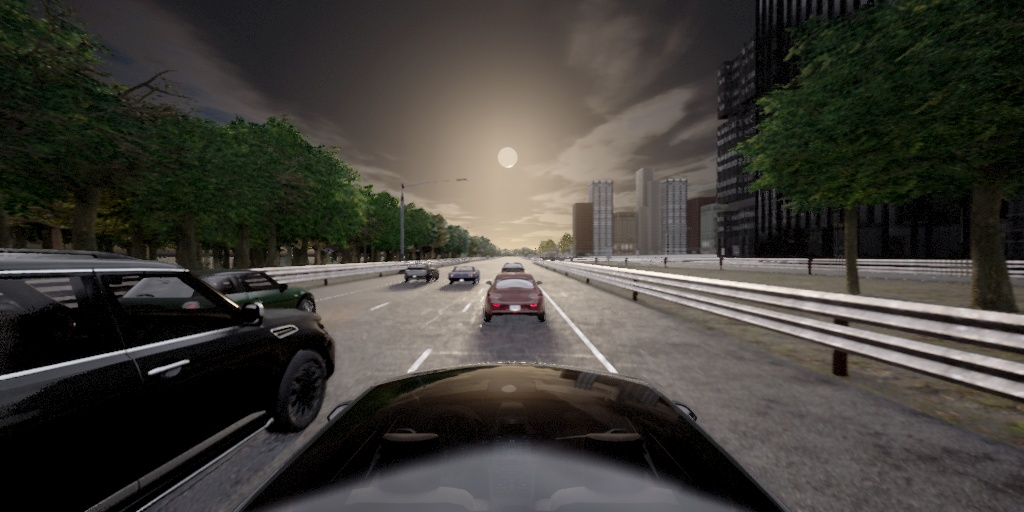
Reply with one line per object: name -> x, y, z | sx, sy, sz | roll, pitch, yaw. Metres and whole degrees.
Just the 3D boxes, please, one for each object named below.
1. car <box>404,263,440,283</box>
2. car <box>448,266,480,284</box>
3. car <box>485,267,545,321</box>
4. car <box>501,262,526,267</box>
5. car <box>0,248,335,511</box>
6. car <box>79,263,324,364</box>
car -> -6.912, 1.246, 27.880 | 2.128, 1.511, 4.902 | 0, 0, 0
car -> -3.411, 1.355, 26.541 | 1.895, 1.301, 4.718 | 0, 0, 0
car -> 0.080, 1.277, 12.267 | 1.812, 1.442, 4.674 | 0, 0, 0
car -> 0.089, 1.232, 29.469 | 1.882, 1.535, 5.008 | 0, 0, 0
car -> -3.400, 0.972, 2.364 | 2.150, 2.045, 5.566 | 0, 0, 0
car -> -6.903, 1.103, 8.859 | 2.097, 1.767, 4.553 | 0, 0, 0
